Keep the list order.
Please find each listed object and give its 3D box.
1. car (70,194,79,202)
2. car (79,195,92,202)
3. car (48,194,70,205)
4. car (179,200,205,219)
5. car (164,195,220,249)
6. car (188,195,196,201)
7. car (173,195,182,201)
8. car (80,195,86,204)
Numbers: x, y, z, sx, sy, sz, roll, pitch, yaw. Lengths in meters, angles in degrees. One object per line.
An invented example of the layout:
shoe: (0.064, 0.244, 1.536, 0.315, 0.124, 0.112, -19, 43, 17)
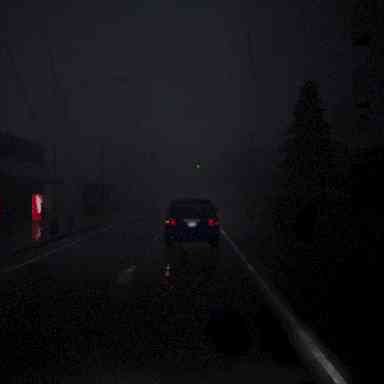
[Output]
car: (-25.891, 1.287, 72.981, 1.932, 1.855, 4.605, 0, 0, 0)
car: (-25.952, 1.550, 81.460, 1.970, 1.475, 3.806, 0, 0, 0)
car: (-22.566, 1.421, 55.930, 1.970, 1.475, 3.806, 0, 0, 0)
car: (0.000, 1.494, 29.650, 2.128, 1.511, 4.902, 0, 0, 0)
car: (0.000, 1.256, 14.680, 2.150, 2.045, 5.566, 0, 0, 0)
car: (0.000, 1.408, 79.845, 1.895, 1.301, 4.718, 0, 0, 0)
car: (-3.500, 1.545, 81.015, 1.994, 1.385, 4.181, 0, 0, 0)
car: (-18.922, 1.487, 62.989, 2.007, 1.523, 4.514, 0, 0, 0)
